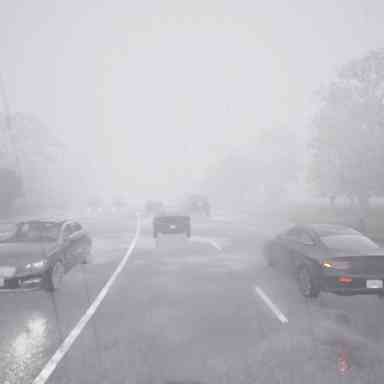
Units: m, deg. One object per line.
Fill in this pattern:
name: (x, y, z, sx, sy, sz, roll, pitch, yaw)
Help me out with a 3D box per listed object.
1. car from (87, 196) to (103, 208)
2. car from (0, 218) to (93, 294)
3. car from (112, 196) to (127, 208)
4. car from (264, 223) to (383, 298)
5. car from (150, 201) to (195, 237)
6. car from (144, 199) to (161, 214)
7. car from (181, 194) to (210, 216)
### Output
car: (-14.326, 1.382, 49.446, 2.097, 1.767, 4.553, 0, 0, -13)
car: (-4.025, 1.502, 8.949, 2.128, 1.511, 4.902, 0, 0, -4)
car: (-10.824, 1.378, 49.832, 2.097, 1.767, 4.553, 0, 0, -13)
car: (3.223, 1.520, 8.394, 1.812, 1.442, 4.674, 0, 0, -3)
car: (-1.186, 1.483, 18.123, 1.882, 1.535, 5.008, 0, 0, -6)
car: (-4.155, 1.492, 36.268, 1.882, 1.535, 5.008, 0, 0, -11)
car: (0.239, 1.228, 31.990, 2.150, 2.045, 5.566, 0, 0, -10)
